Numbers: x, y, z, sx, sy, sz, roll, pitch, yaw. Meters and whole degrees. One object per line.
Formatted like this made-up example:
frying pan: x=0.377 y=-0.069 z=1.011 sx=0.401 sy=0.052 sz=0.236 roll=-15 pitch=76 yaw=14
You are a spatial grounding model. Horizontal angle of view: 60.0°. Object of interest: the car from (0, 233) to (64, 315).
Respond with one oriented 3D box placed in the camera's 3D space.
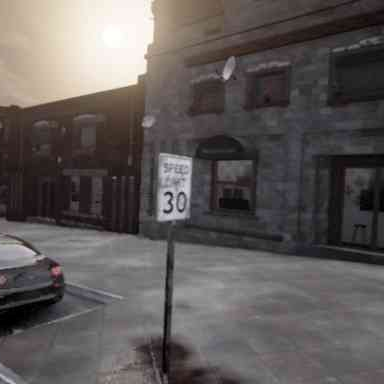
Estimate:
car: x=-4.543 y=1.606 z=7.065 sx=4.674 sy=1.452 sz=2.002 roll=-1 pitch=-2 yaw=37
